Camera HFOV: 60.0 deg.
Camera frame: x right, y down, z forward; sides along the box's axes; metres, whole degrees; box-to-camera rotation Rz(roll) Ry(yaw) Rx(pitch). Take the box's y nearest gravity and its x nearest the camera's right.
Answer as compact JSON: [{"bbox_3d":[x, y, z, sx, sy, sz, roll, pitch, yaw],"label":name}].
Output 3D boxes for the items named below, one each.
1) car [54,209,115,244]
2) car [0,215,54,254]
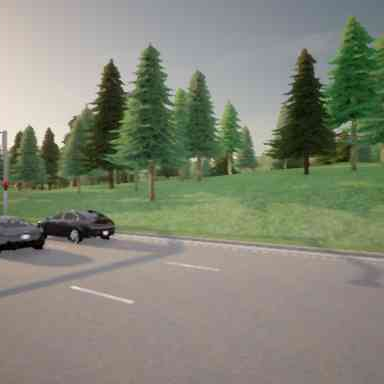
[{"bbox_3d":[-5.949,1.642,16.719,4.892,1.490,1.837,0,0,36],"label":"car"},{"bbox_3d":[-7.997,1.699,13.883,4.181,1.385,1.994,-1,0,36],"label":"car"}]
